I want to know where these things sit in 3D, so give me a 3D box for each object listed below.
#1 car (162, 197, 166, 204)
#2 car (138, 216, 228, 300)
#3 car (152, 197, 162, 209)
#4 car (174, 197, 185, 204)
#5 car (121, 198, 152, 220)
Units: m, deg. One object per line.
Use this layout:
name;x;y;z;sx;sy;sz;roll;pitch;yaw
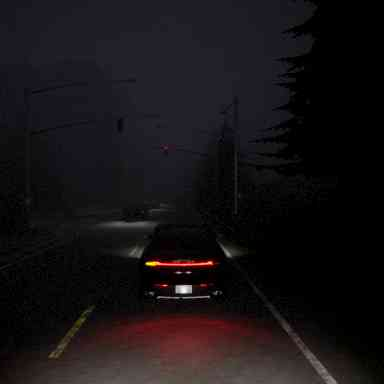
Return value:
car;-6.058;1.608;64.341;1.895;1.301;4.718;0;0;-2
car;-0.228;1.505;8.416;1.837;1.490;4.892;0;0;-2
car;-5.342;1.525;44.679;1.812;1.442;4.674;0;0;-3
car;-2.338;1.564;61.366;1.994;1.385;4.181;0;0;-2
car;-4.677;1.469;27.824;1.882;1.535;5.008;0;0;-2
